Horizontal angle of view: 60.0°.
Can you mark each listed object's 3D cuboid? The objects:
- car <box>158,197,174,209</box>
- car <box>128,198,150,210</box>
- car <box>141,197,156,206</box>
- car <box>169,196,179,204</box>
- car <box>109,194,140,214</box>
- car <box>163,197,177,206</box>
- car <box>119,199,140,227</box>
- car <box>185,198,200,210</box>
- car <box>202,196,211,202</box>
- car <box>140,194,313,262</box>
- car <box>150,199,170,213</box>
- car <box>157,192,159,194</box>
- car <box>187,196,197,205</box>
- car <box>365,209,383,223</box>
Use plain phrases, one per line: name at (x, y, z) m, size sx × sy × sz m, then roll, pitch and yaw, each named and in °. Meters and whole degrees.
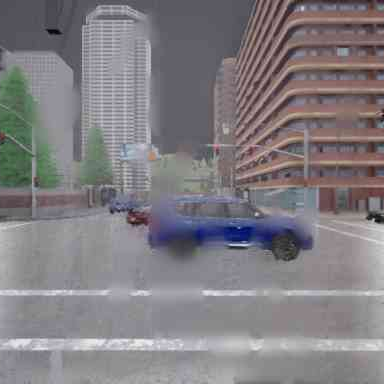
car at (-3.652, 1.526, 47.355) m, size 1.812 × 1.442 × 4.674 m, roll 0°, pitch 0°, yaw 0°
car at (-7.158, 1.547, 45.449) m, size 2.033 × 1.411 × 5.357 m, roll 0°, pitch 0°, yaw 0°
car at (-7.162, 1.526, 54.944) m, size 1.812 × 1.442 × 4.674 m, roll 0°, pitch 0°, yaw 1°
car at (-3.607, 1.526, 67.022) m, size 1.812 × 1.442 × 4.674 m, roll 0°, pitch 0°, yaw 0°
car at (-7.146, 1.222, 35.199) m, size 2.150 × 2.045 × 5.566 m, roll 0°, pitch 0°, yaw 0°
car at (-3.656, 1.547, 57.066) m, size 2.033 × 1.411 × 5.357 m, roll 0°, pitch 0°, yaw 0°
car at (-2.150, 1.461, 21.959) m, size 1.882 × 1.535 × 5.008 m, roll 1°, pitch 1°, yaw 34°
car at (0.043, 1.525, 44.291) m, size 1.812 × 1.442 × 4.674 m, roll 0°, pitch 0°, yaw 0°
car at (3.400, 1.576, 78.247) m, size 1.895 × 1.301 × 4.718 m, roll 0°, pitch 0°, yaw 0°
car at (1.225, 1.208, 11.592) m, size 5.566 × 2.045 × 2.150 m, roll 0°, pitch 0°, yaw -1°
car at (-3.647, 1.526, 38.259) m, size 1.812 × 1.442 × 4.674 m, roll 0°, pitch 0°, yaw 0°
car at (-7.127, 1.352, 64.787) m, size 2.097 × 1.767 × 4.553 m, roll 0°, pitch 0°, yaw 0°
car at (0.026, 1.477, 62.217) m, size 1.882 × 1.535 × 5.008 m, roll 0°, pitch 0°, yaw 0°
car at (15.002, 1.492, 23.249) m, size 5.357 × 1.411 × 2.033 m, roll 0°, pitch 0°, yaw -12°
